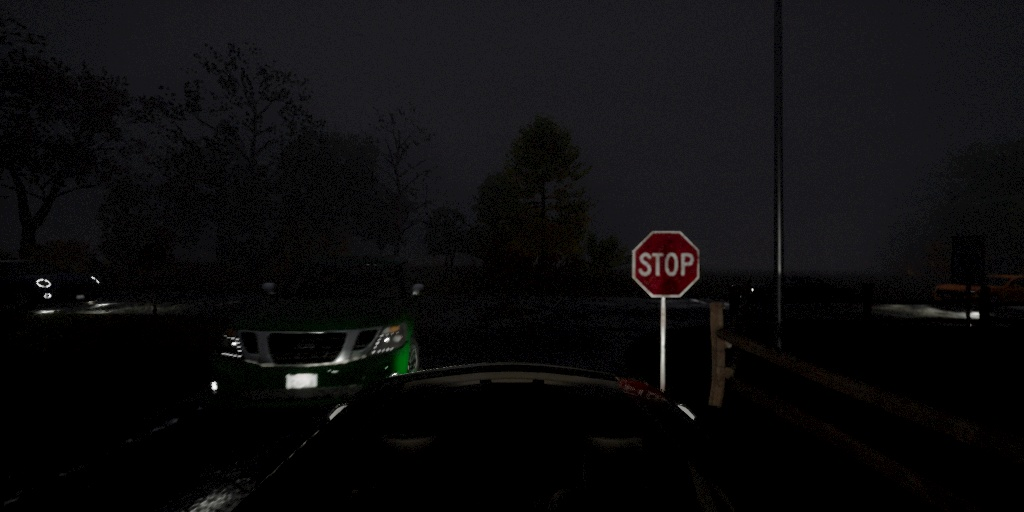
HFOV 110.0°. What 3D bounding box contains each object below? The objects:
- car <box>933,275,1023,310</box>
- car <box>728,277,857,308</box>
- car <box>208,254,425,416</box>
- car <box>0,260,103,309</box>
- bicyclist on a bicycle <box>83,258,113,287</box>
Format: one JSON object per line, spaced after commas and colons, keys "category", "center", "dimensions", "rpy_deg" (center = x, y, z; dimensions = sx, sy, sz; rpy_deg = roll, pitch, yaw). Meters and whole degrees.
{"category": "car", "center": [22.713, 1.622, 16.634], "dimensions": [5.008, 1.535, 1.882], "rpy_deg": [1, 1, 0]}
{"category": "car", "center": [12.813, 1.604, 16.643], "dimensions": [4.718, 1.301, 1.895], "rpy_deg": [1, 1, 0]}
{"category": "car", "center": [-2.824, 0.997, 6.522], "dimensions": [2.150, 2.045, 5.566], "rpy_deg": [1, -1, -12]}
{"category": "car", "center": [-18.644, 0.945, 13.618], "dimensions": [4.553, 1.767, 2.097], "rpy_deg": [1, 1, 0]}
{"category": "bicyclist on a bicycle", "center": [-22.680, 0.950, 19.584], "dimensions": [0.582, 1.620, 1.656], "rpy_deg": [1, 0, 0]}
